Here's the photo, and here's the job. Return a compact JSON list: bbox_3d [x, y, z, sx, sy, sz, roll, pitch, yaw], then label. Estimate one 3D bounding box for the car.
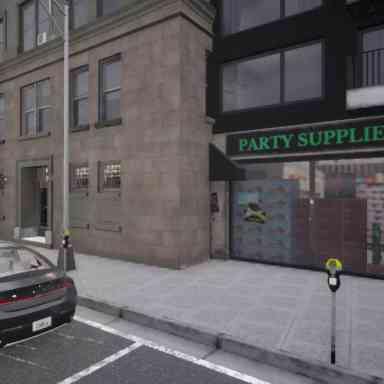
[{"bbox_3d":[-3.811,1.551,5.762,4.403,1.369,2.008,0,0,35],"label":"car"}]
